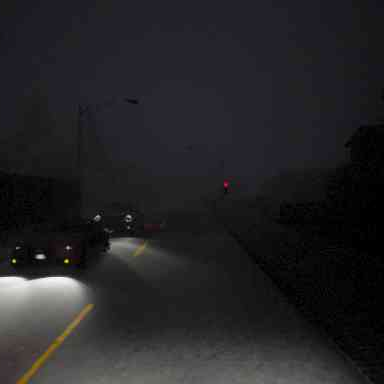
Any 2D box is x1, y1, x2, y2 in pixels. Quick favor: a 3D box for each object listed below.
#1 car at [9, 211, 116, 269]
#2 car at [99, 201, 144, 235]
[{"bbox_3d":[-4.073,1.552,10.940,1.994,1.385,4.181,0,0,0],"label":"car"},{"bbox_3d":[-3.977,1.333,18.615,2.097,1.767,4.553,0,0,0],"label":"car"}]
